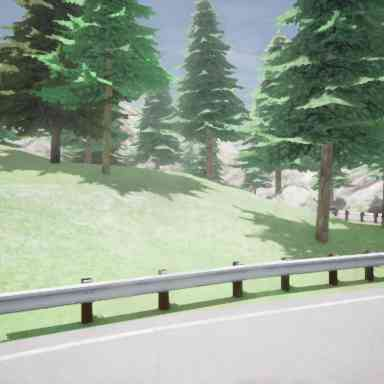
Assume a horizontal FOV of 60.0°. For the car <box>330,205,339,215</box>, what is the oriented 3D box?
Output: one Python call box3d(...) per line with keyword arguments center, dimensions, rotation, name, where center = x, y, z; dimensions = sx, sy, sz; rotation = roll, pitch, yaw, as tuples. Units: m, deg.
box3d(center=(12.496, 1.572, 33.036), dimensions=(1.994, 1.385, 4.181), rotation=(0, 0, -20), name="car")
